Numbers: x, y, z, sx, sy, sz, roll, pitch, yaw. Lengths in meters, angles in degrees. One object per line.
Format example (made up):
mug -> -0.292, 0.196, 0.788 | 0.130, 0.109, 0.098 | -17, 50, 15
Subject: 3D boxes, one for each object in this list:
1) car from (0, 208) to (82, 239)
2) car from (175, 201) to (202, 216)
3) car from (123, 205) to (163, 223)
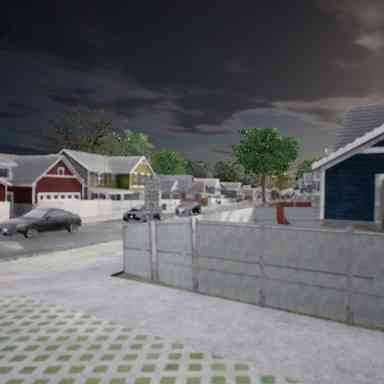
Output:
car -> -8.127, 1.623, 18.340 | 1.812, 1.442, 4.674 | 1, 0, 24
car -> -0.340, 1.811, 37.552 | 2.128, 1.511, 4.902 | 1, 0, 19
car -> -4.027, 1.774, 27.916 | 1.994, 1.385, 4.181 | 1, 0, 21
